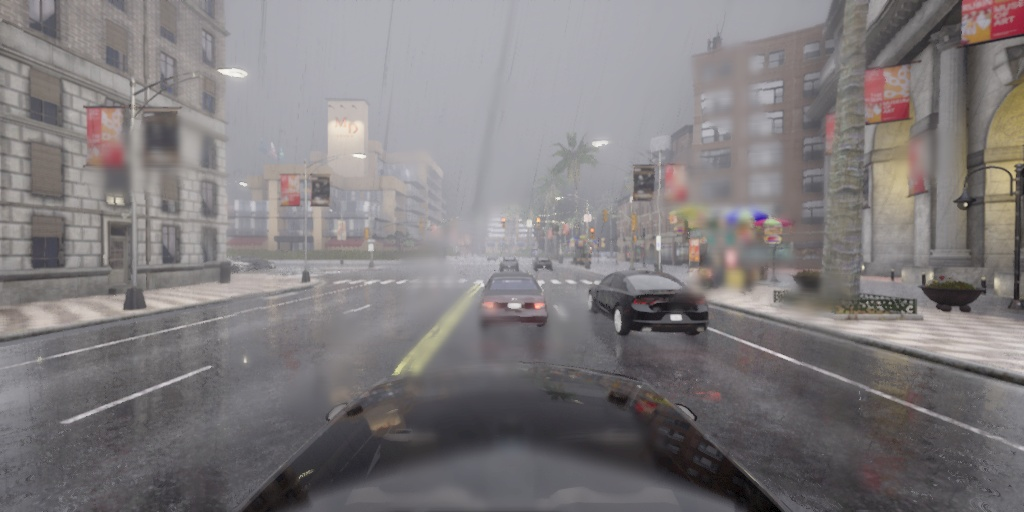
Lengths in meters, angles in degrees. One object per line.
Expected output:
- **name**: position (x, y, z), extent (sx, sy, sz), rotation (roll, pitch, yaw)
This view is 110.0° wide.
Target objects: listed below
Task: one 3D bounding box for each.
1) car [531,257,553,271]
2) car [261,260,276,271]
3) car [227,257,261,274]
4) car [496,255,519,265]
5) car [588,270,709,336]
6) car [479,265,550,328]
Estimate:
- **car**: position (3.214, 0.812, 38.445), extent (1.837, 1.490, 4.892), rotation (0, 1, -1)
- **car**: position (-26.746, 0.821, 36.461), extent (4.902, 1.511, 2.128), rotation (0, 1, -1)
- **car**: position (-26.284, 0.897, 32.961), extent (4.674, 1.442, 1.812), rotation (0, 1, -1)
- **car**: position (-0.285, 0.800, 38.305), extent (2.128, 1.511, 4.902), rotation (0, 1, -1)
- **car**: position (3.485, 1.127, 10.103), extent (1.882, 1.535, 5.008), rotation (0, 1, 0)
- **car**: position (-0.005, 1.186, 10.918), extent (2.033, 1.411, 5.357), rotation (0, 1, -2)
